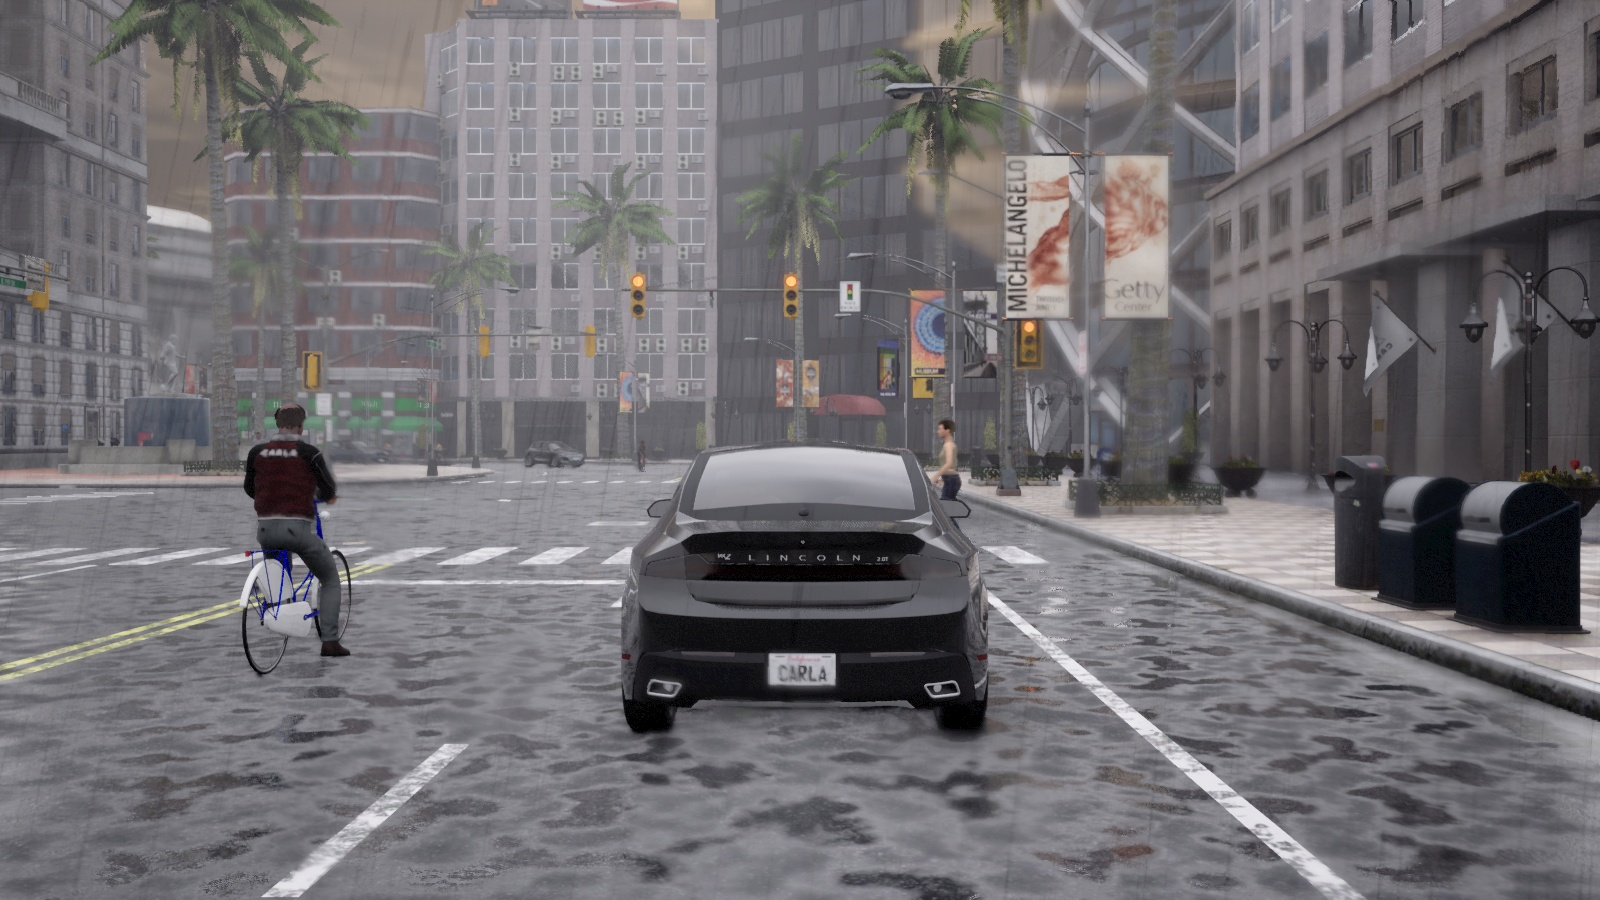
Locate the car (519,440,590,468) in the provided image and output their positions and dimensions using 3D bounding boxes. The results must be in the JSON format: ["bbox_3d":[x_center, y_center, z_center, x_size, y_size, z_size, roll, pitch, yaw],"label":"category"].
[{"bbox_3d":[-15.335,0.222,78.377,2.033,1.649,4.856,0,0,-44],"label":"car"}]

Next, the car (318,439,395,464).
[{"bbox_3d":[-29.832,0.090,84.523,4.611,1.667,2.242,0,0,23],"label":"car"}]

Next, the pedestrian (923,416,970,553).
[{"bbox_3d":[1.995,0.458,17.079,0.594,1.836,0.345,0,0,12],"label":"pedestrian"}]

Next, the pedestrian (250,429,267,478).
[{"bbox_3d":[-20.391,0.120,47.291,0.354,1.836,0.706,0,0,-1],"label":"pedestrian"}]

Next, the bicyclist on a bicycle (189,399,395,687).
[{"bbox_3d":[-3.432,0.565,8.669,0.659,1.776,1.843,0,1,0],"label":"bicyclist on a bicycle"}]

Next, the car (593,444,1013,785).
[{"bbox_3d":[0.047,0.707,7.945,1.837,1.490,4.892,0,0,1],"label":"car"}]
